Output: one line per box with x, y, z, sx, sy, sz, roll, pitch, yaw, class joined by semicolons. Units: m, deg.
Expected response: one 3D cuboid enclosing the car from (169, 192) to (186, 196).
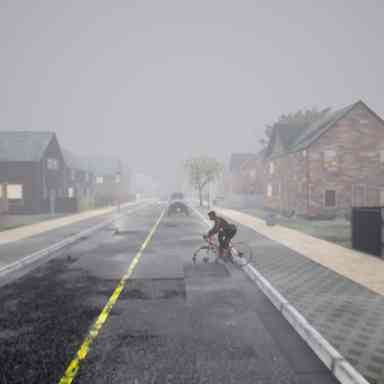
-2.136;1.024;48.984;2.150;2.045;5.566;0;0;-3;car

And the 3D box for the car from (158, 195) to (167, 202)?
-6.038;1.346;71.238;1.812;1.442;4.674;0;0;-3;car

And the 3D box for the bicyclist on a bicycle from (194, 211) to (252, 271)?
0.796;1.321;9.141;1.656;1.620;0.582;-7;1;-3;bicyclist on a bicycle

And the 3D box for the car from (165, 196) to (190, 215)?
-1.303;1.362;31.355;1.812;1.442;4.674;0;0;-3;car
